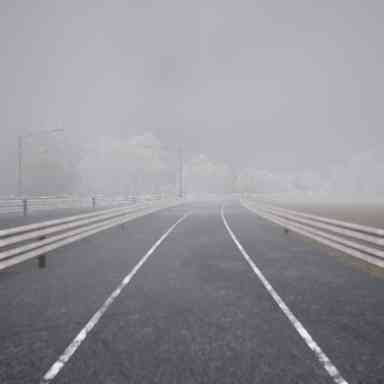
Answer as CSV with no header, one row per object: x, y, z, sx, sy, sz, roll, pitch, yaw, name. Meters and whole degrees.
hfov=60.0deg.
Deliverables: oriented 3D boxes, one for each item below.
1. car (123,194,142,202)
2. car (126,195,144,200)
-12.761,1.289,71.480,1.882,1.535,5.008,0,0,17,car
-11.134,1.333,64.865,2.033,1.411,5.357,0,0,17,car
